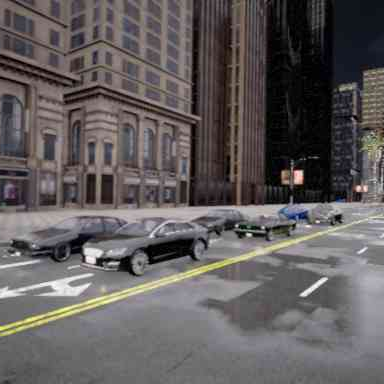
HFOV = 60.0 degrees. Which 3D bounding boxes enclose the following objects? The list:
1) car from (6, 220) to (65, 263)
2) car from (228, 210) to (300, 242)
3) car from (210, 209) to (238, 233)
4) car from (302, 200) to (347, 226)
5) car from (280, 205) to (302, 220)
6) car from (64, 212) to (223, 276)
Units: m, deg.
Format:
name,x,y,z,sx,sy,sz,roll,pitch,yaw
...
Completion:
name,x,y,z,sx,sy,sz,roll,pitch,yaw
car,-3.953,1.619,12.677,2.033,1.411,5.357,1,-1,36
car,4.133,1.869,18.378,1.895,1.301,4.718,1,-1,36
car,1.917,1.806,20.862,2.033,1.411,5.357,1,-1,36
car,11.449,1.856,28.540,2.097,1.767,4.553,1,-1,36
car,9.596,1.985,31.528,1.882,1.535,5.008,1,-1,36
car,-1.267,1.588,10.847,2.128,1.511,4.902,1,-1,36
